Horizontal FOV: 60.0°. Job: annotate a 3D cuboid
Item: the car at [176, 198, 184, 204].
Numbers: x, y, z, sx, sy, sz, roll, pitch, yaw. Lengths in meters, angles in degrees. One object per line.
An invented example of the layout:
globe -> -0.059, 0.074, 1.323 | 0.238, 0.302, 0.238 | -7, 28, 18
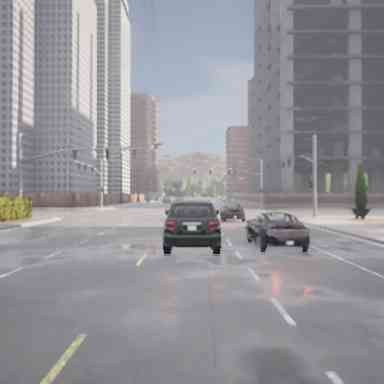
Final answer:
car -> -3.232, 2.306, 87.839 | 1.837, 1.490, 4.892 | 0, -1, 1

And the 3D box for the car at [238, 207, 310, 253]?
car -> 3.507, 1.625, 14.295 | 2.128, 1.511, 4.902 | 0, 0, 0

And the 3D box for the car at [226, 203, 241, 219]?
car -> 3.501, 1.778, 29.320 | 1.837, 1.490, 4.892 | 0, 0, 0

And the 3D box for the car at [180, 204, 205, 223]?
car -> -0.063, 1.835, 29.314 | 1.994, 1.385, 4.181 | 0, 0, -3

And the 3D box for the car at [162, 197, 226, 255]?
car -> 0.004, 1.346, 14.014 | 2.150, 2.045, 5.566 | 0, 0, 0

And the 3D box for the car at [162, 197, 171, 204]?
car -> -6.731, 2.162, 87.926 | 2.097, 1.767, 4.553 | 0, -1, 1
